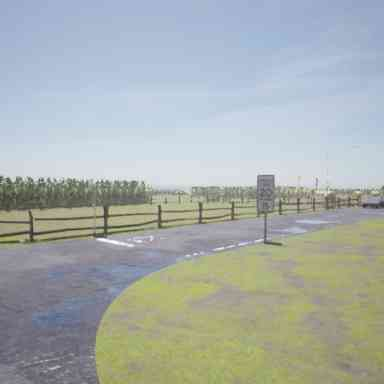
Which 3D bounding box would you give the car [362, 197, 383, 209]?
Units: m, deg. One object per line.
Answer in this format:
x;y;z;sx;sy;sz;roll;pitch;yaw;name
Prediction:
24.161;1.412;43.914;2.033;1.411;5.357;1;1;44;car
